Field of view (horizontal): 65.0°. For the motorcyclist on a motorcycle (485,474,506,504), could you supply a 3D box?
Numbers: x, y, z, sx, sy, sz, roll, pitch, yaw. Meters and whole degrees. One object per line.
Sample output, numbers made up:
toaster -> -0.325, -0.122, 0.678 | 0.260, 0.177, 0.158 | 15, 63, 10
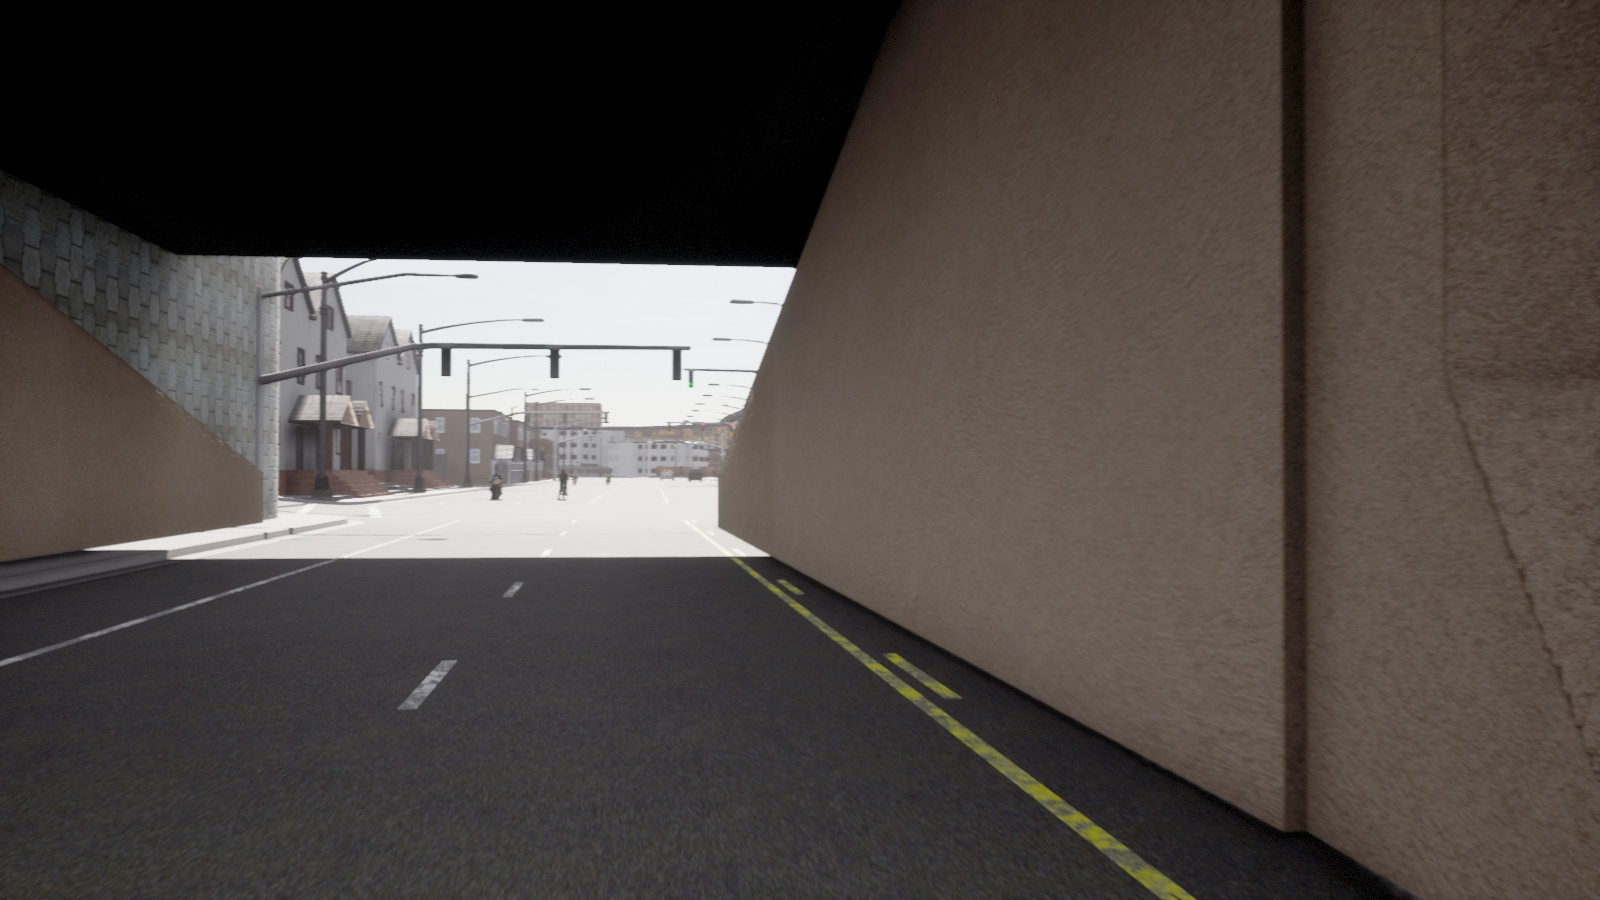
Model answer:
motorcyclist on a motorcycle -> -16.057, 2.041, 66.175 | 0.866, 1.530, 2.191 | 0, -1, -8
